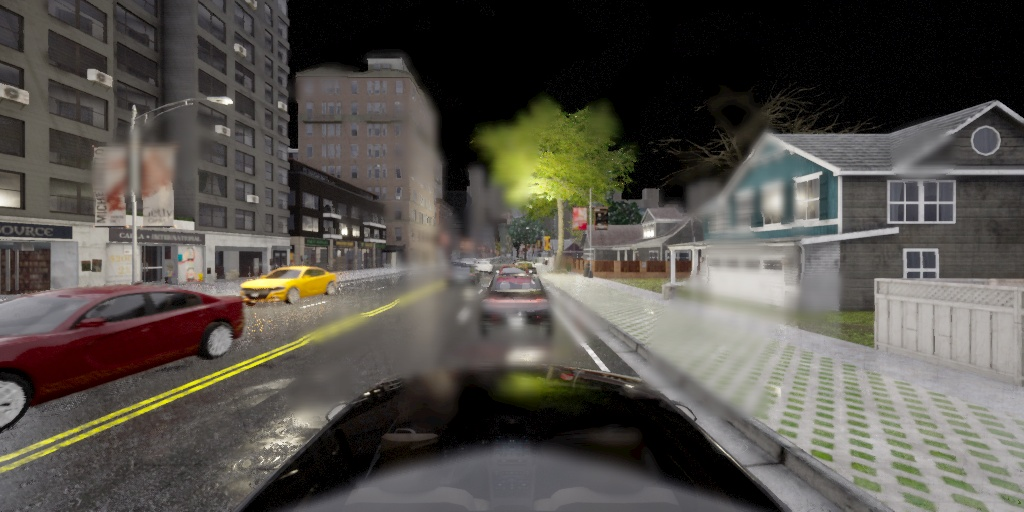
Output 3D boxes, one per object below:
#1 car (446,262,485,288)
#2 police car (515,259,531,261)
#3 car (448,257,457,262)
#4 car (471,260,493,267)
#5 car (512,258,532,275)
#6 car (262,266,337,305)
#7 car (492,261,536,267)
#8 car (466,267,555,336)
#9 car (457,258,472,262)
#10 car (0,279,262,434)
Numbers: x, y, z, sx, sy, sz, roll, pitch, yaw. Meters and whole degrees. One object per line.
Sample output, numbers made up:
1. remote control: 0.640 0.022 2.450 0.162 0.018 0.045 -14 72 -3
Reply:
1. car: -3.123 1.300 23.970 1.994 1.385 4.181 0 0 0
2. police car: 1.008 1.156 29.590 1.930 1.638 5.238 0 0 0
3. car: -9.747 1.040 61.222 2.097 1.767 4.553 0 0 0
4. car: -3.098 1.242 40.034 1.812 1.442 4.674 0 0 0
5. car: 1.019 1.068 39.450 2.097 1.767 4.553 0 0 0
6. car: -9.832 1.222 16.229 1.882 1.535 5.008 0 0 0
7. car: 0.122 1.219 19.860 1.882 1.535 5.008 0 0 0
8. car: 0.113 1.239 10.357 2.128 1.511 4.902 0 0 0
9. car: -6.535 1.225 53.190 1.812 1.442 4.674 0 0 0
10. car: -6.593 1.227 5.512 1.882 1.535 5.008 0 0 0
